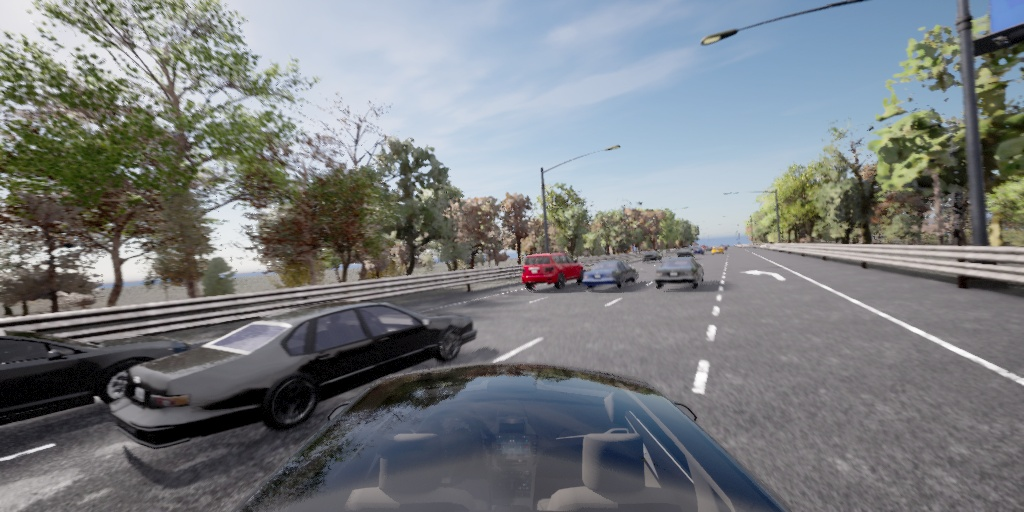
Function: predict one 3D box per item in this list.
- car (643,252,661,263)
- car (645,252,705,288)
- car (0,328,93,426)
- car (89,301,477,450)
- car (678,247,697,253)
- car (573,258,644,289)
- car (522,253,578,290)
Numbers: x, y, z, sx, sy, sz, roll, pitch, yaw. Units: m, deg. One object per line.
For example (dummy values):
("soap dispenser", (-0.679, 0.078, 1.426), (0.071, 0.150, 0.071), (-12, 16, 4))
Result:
("car", (19.116, 0.156, 48.907), (1.837, 1.490, 4.892), (-4, 0, 31))
("car", (8.505, 0.773, 18.116), (2.033, 1.411, 5.357), (-4, 0, 31))
("car", (-7.684, 1.789, 4.994), (1.837, 1.490, 4.892), (-4, 0, 31))
("car", (-2.870, 1.506, 6.172), (2.033, 1.411, 5.357), (-4, 0, 31))
("car", (25.209, -0.261, 52.188), (1.882, 1.535, 5.008), (-4, 0, 31))
("car", (5.562, 0.980, 19.992), (2.033, 1.411, 5.357), (-4, 0, 31))
("car", (2.632, 0.860, 21.932), (2.150, 2.045, 5.566), (-4, 0, 31))
